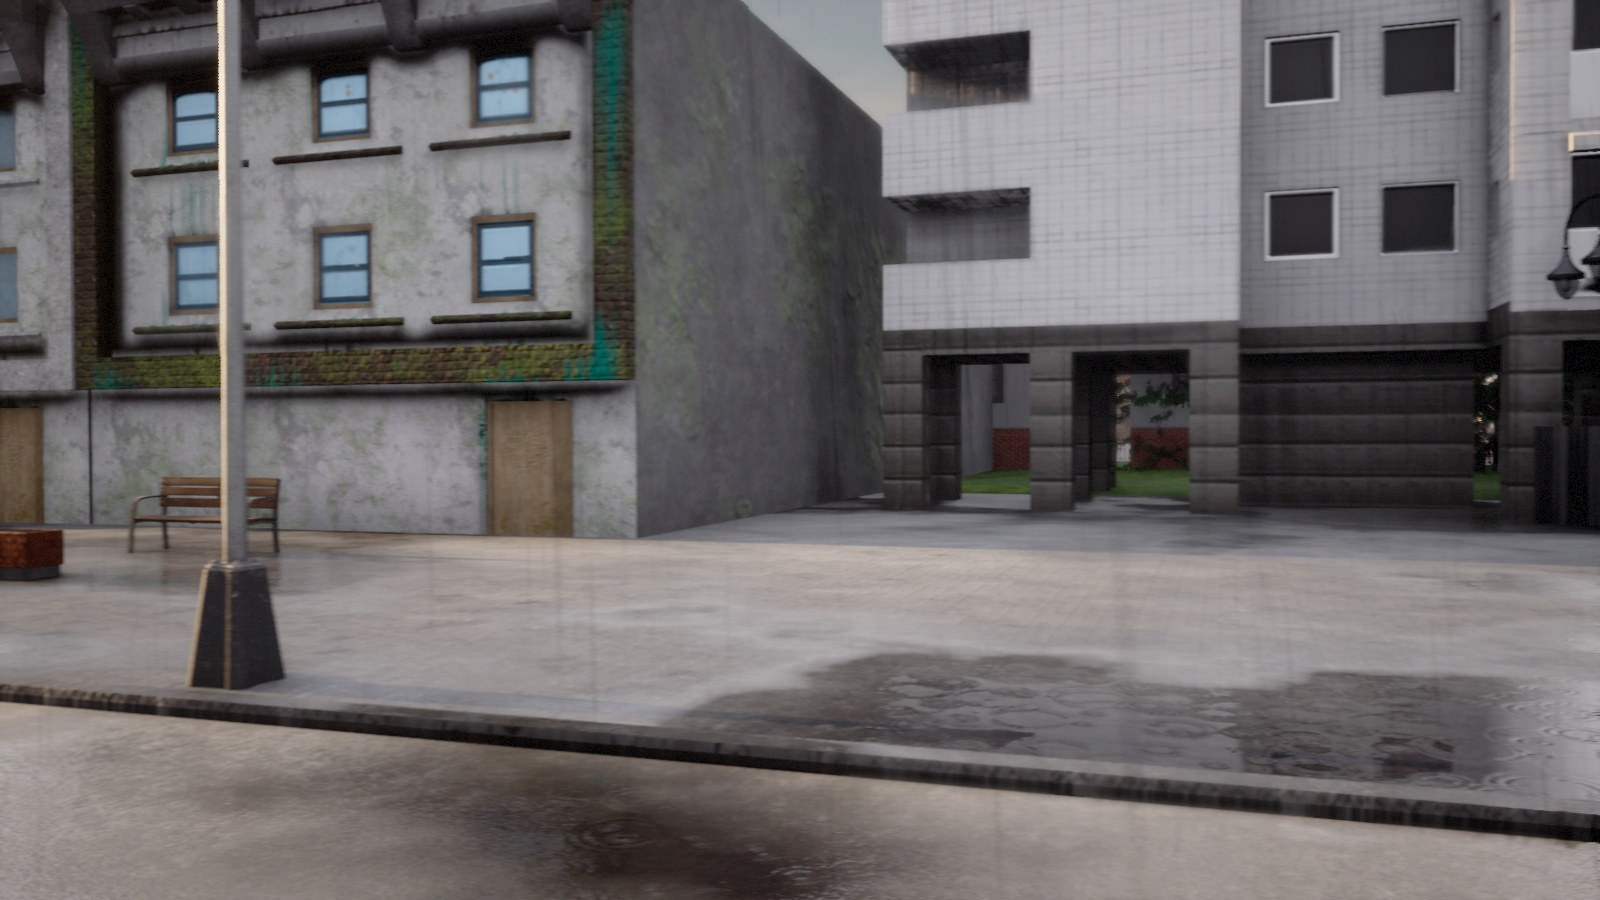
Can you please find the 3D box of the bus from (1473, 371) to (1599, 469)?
[{"bbox_3d":[36.395,-1.316,56.345,10.273,4.253,3.944,1,1,17],"label":"bus"}]
